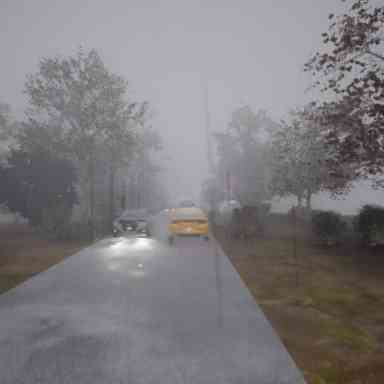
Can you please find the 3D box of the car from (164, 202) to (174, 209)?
[{"bbox_3d":[-3.859,2.428,60.162,1.994,1.385,4.181,0,-2,0],"label":"car"}]

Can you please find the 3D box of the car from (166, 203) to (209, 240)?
[{"bbox_3d":[-0.180,1.541,17.267,1.882,1.535,5.008,0,0,-1],"label":"car"}]

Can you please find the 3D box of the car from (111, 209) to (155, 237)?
[{"bbox_3d":[-3.147,1.639,18.510,1.994,1.385,4.181,0,0,-1],"label":"car"}]

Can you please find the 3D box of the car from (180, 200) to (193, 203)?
[{"bbox_3d":[-0.587,1.681,37.793,2.097,1.767,4.553,0,-1,-1],"label":"car"}]
